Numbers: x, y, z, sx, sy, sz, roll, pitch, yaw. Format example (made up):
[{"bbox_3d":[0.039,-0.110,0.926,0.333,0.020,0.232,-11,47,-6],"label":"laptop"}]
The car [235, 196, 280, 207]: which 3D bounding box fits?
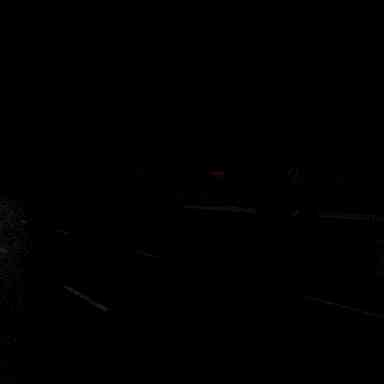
[{"bbox_3d":[8.106,1.212,41.192,5.357,1.411,2.033,0,1,-14],"label":"car"}]
